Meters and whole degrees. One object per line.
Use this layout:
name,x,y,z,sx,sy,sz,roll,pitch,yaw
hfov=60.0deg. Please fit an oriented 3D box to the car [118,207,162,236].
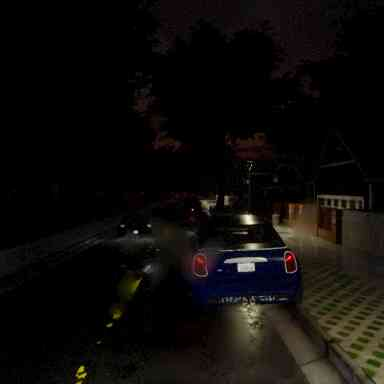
car,-2.721,1.559,18.757,2.033,1.411,5.357,0,0,0

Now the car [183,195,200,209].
car,-0.033,1.379,45.943,2.097,1.767,4.553,0,0,2

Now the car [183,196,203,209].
car,0.085,1.530,35.980,1.837,1.490,4.892,0,0,1

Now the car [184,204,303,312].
car,0.942,1.320,7.878,2.097,1.767,4.553,-2,0,0
